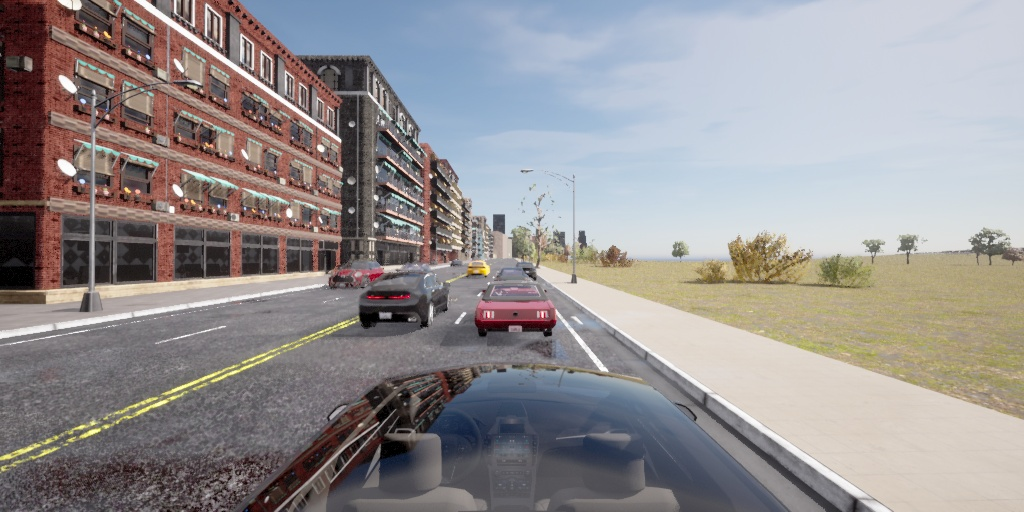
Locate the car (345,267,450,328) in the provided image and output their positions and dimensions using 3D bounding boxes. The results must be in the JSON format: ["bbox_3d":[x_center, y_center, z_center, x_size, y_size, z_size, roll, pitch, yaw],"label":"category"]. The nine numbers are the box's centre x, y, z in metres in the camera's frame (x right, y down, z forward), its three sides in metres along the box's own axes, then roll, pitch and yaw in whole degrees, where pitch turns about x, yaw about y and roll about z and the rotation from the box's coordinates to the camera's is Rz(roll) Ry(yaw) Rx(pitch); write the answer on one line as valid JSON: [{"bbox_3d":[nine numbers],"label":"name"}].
[{"bbox_3d":[-3.179,1.255,11.395,1.837,1.490,4.892,0,0,0],"label":"car"}]

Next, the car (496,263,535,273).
[{"bbox_3d":[0.037,1.317,20.312,1.994,1.385,4.181,0,0,0],"label":"car"}]

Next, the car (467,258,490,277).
[{"bbox_3d":[-3.249,1.231,35.212,1.882,1.535,5.008,0,0,0],"label":"car"}]

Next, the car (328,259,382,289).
[{"bbox_3d":[-9.914,1.105,23.180,2.097,1.767,4.553,0,0,0],"label":"car"}]

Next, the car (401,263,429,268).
[{"bbox_3d":[-6.668,1.245,24.426,2.128,1.511,4.902,0,0,0],"label":"car"}]

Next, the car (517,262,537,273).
[{"bbox_3d":[1.053,1.259,30.306,1.837,1.490,4.892,0,0,0],"label":"car"}]

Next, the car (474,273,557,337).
[{"bbox_3d":[0.076,1.352,10.282,1.895,1.301,4.718,0,0,0],"label":"car"}]
